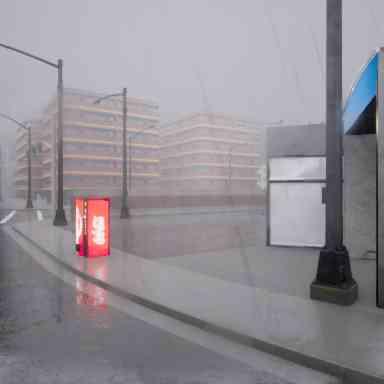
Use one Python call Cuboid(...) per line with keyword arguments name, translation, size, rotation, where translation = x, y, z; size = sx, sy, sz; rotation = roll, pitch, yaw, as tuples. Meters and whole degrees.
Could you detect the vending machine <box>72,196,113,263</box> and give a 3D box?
Cuboid(name="vending machine", translation=(-3.349, 1.195, 11.238), size=(1.100, 2.100, 0.880), rotation=(0, 0, -36))
